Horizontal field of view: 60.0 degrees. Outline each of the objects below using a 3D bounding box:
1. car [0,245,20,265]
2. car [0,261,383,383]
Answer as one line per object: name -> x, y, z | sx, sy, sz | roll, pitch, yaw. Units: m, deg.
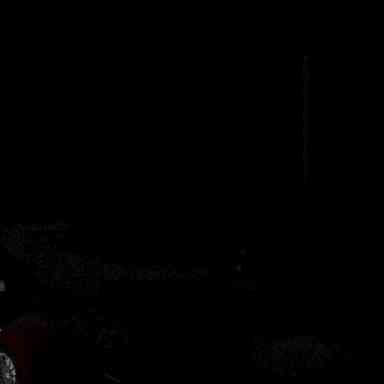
car -> -4.849, 1.584, 6.541 | 4.313, 1.339, 1.947 | 0, 0, 36
car -> -0.353, 1.587, 3.333 | 4.206, 1.307, 1.802 | 0, 0, 36
